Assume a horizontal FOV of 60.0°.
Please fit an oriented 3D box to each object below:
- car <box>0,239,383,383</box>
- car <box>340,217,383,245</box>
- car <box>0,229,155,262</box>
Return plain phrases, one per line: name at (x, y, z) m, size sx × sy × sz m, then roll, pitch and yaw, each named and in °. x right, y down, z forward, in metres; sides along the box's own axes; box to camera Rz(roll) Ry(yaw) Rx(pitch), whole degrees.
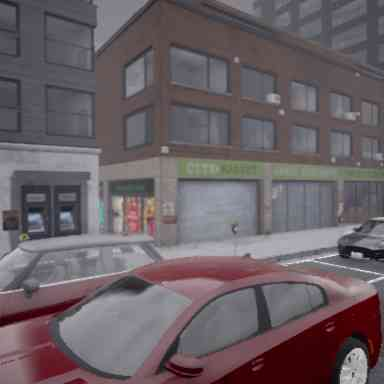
car at (-0.039, 1.475, 3.354) m, size 5.008 × 1.535 × 1.882 m, roll 0°, pitch 0°, yaw -36°
car at (6.791, 1.549, 11.388) m, size 4.313 × 1.339 × 1.947 m, roll 0°, pitch -1°, yaw -36°
car at (-2.177, 1.439, 4.990) m, size 4.097 × 1.590 × 1.967 m, roll 0°, pitch -1°, yaw -36°
